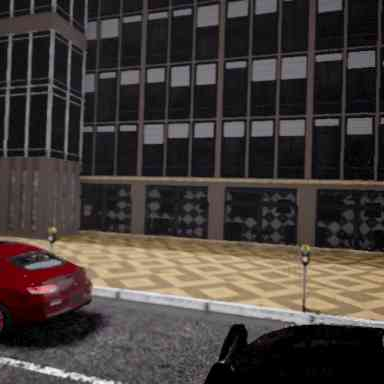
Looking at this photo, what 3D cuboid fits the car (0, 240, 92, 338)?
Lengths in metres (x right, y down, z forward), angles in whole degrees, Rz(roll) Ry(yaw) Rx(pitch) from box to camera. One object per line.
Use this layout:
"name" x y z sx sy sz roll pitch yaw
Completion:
"car" -3.876 1.554 6.086 4.206 1.307 1.802 2 -1 17

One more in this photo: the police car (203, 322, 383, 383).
"police car" 2.644 1.564 2.280 5.238 1.638 1.930 2 -1 17
